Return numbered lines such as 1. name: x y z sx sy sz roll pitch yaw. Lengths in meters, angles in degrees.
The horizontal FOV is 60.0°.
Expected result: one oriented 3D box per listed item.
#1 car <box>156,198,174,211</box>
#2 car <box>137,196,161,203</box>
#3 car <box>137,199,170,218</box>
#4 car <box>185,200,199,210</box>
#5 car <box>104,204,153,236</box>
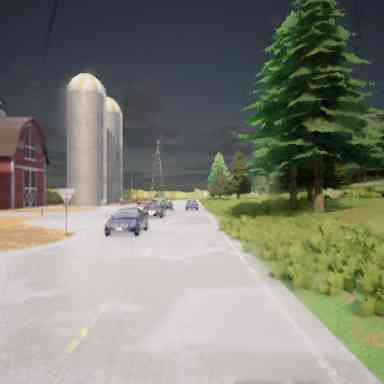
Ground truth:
1. car: -3.564 1.852 45.621 1.994 1.385 4.181 0 0 0
2. car: -9.070 1.987 67.435 4.181 1.381 1.994 0 0 -1
3. car: -3.600 1.701 32.223 2.128 1.511 4.902 0 0 0
4. car: -0.009 1.827 47.046 2.033 1.411 5.357 0 0 0
5. car: -3.696 1.665 19.456 1.812 1.442 4.674 0 0 2
